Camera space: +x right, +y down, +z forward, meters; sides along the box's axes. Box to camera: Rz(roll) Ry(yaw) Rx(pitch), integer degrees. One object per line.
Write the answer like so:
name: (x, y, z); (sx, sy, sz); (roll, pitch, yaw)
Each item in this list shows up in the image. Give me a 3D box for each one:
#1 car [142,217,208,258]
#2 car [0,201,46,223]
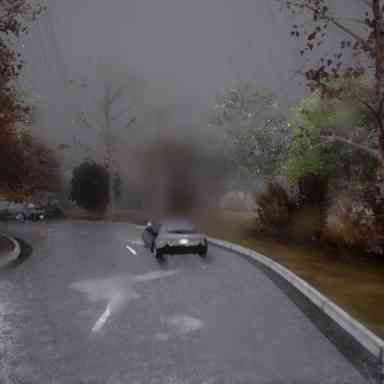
car: (-0.827, 1.726, 13.584); (1.994, 1.385, 4.181); (1, -1, -16)
car: (-12.967, 1.374, 23.797); (4.892, 1.490, 1.837); (3, -2, 9)
